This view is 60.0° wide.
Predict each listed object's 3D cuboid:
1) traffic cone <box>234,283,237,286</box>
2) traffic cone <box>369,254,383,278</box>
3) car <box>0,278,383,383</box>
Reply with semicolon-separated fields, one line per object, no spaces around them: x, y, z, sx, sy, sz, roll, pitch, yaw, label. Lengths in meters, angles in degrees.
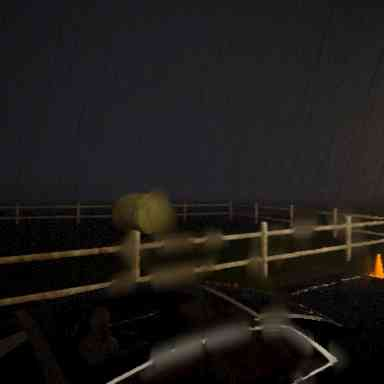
0.791;1.949;6.023;0.340;0.580;0.340;0;0;-35;traffic cone
4.961;1.949;8.851;0.340;0.580;0.340;0;0;-34;traffic cone
-0.634;1.501;2.092;4.892;1.490;1.837;0;0;-35;car
